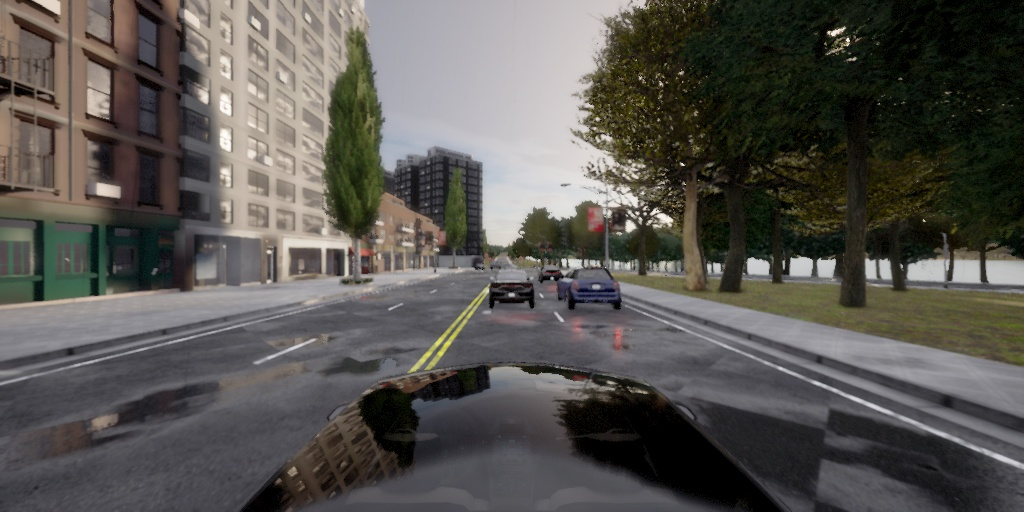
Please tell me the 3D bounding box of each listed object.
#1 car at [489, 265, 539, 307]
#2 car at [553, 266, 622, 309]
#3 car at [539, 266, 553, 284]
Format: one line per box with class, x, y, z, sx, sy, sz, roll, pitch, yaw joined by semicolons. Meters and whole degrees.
car;-0.004;1.370;16.336;1.882;1.535;5.008;0;0;0
car;3.243;1.238;15.927;2.097;1.767;4.553;0;-1;0
car;3.237;1.565;31.164;1.837;1.490;4.892;0;0;0
